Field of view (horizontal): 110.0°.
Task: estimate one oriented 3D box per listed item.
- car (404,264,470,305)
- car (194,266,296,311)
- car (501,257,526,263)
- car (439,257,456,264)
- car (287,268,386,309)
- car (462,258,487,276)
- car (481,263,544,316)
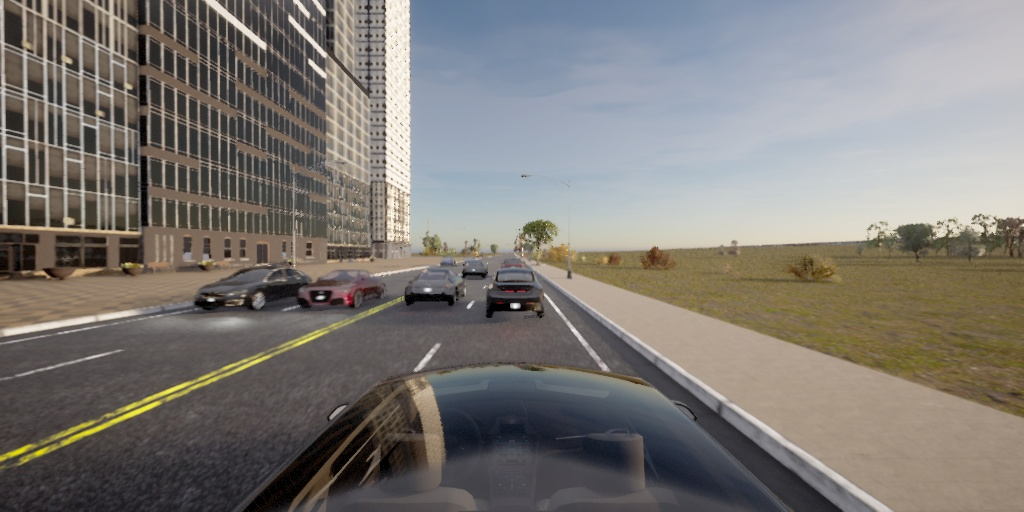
[{"bbox_3d":[-3.152,1.220,15.417,1.994,1.385,4.181,0,0,0],"label":"car"},{"bbox_3d":[-9.852,1.170,14.160,1.837,1.490,4.892,0,0,0],"label":"car"},{"bbox_3d":[0.097,0.904,30.637,2.097,1.767,4.553,0,0,0],"label":"car"},{"bbox_3d":[-9.817,0.910,55.033,1.812,1.442,4.674,0,0,0],"label":"car"},{"bbox_3d":[-6.603,1.227,14.352,1.994,1.385,4.181,0,0,0],"label":"car"},{"bbox_3d":[-3.154,1.110,31.507,1.994,1.385,4.181,0,0,0],"label":"car"},{"bbox_3d":[0.098,1.179,12.858,1.837,1.490,4.892,0,0,0],"label":"car"}]
